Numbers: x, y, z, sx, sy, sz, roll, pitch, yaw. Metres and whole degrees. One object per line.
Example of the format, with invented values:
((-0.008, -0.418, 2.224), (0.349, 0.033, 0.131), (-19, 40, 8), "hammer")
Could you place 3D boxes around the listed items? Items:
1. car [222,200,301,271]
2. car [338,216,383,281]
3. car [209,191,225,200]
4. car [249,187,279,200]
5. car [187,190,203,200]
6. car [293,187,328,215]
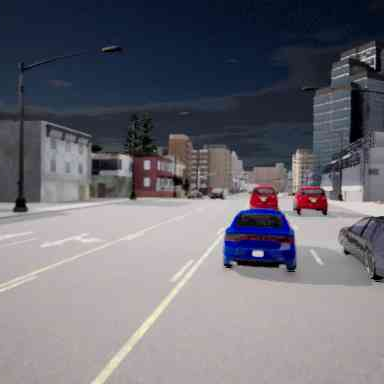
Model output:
((2.110, 1.243, 10.275), (1.882, 1.535, 5.008), (1, 2, 13), "car")
((5.408, 1.375, 9.012), (2.033, 1.411, 5.357), (1, 2, 13), "car")
((3.921, 0.553, 51.393), (1.994, 1.385, 4.181), (1, 0, 13), "car")
((5.850, 0.579, 27.061), (2.150, 2.045, 5.566), (1, 2, 13), "car")
((0.524, 0.446, 52.229), (1.837, 1.490, 4.892), (1, -1, 13), "car")
((9.274, 0.628, 26.330), (2.150, 2.045, 5.566), (1, 2, 13), "car")
